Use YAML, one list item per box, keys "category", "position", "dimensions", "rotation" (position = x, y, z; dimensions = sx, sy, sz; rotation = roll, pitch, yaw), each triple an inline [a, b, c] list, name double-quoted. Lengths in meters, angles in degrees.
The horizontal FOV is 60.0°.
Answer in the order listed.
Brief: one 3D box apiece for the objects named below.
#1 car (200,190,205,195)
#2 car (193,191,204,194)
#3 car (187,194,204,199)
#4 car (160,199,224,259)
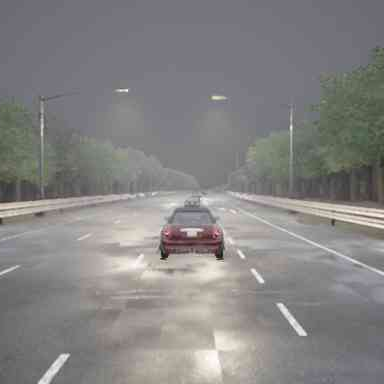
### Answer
- category: "car"
  position: [1.524, 0.845, 82.101]
  dimensions: [1.895, 1.301, 4.718]
  rotation: [0, 1, 3]
- category: "car"
  position: [0.724, 0.963, 64.883]
  dimensions: [2.033, 1.411, 5.357]
  rotation: [0, 1, 2]
- category: "car"
  position: [0.065, 1.263, 37.873]
  dimensions: [2.033, 1.411, 5.357]
  rotation: [0, 1, 1]
- category: "car"
  position: [-0.001, 1.332, 12.651]
  dimensions: [2.097, 1.767, 4.553]
  rotation: [0, 0, 0]
